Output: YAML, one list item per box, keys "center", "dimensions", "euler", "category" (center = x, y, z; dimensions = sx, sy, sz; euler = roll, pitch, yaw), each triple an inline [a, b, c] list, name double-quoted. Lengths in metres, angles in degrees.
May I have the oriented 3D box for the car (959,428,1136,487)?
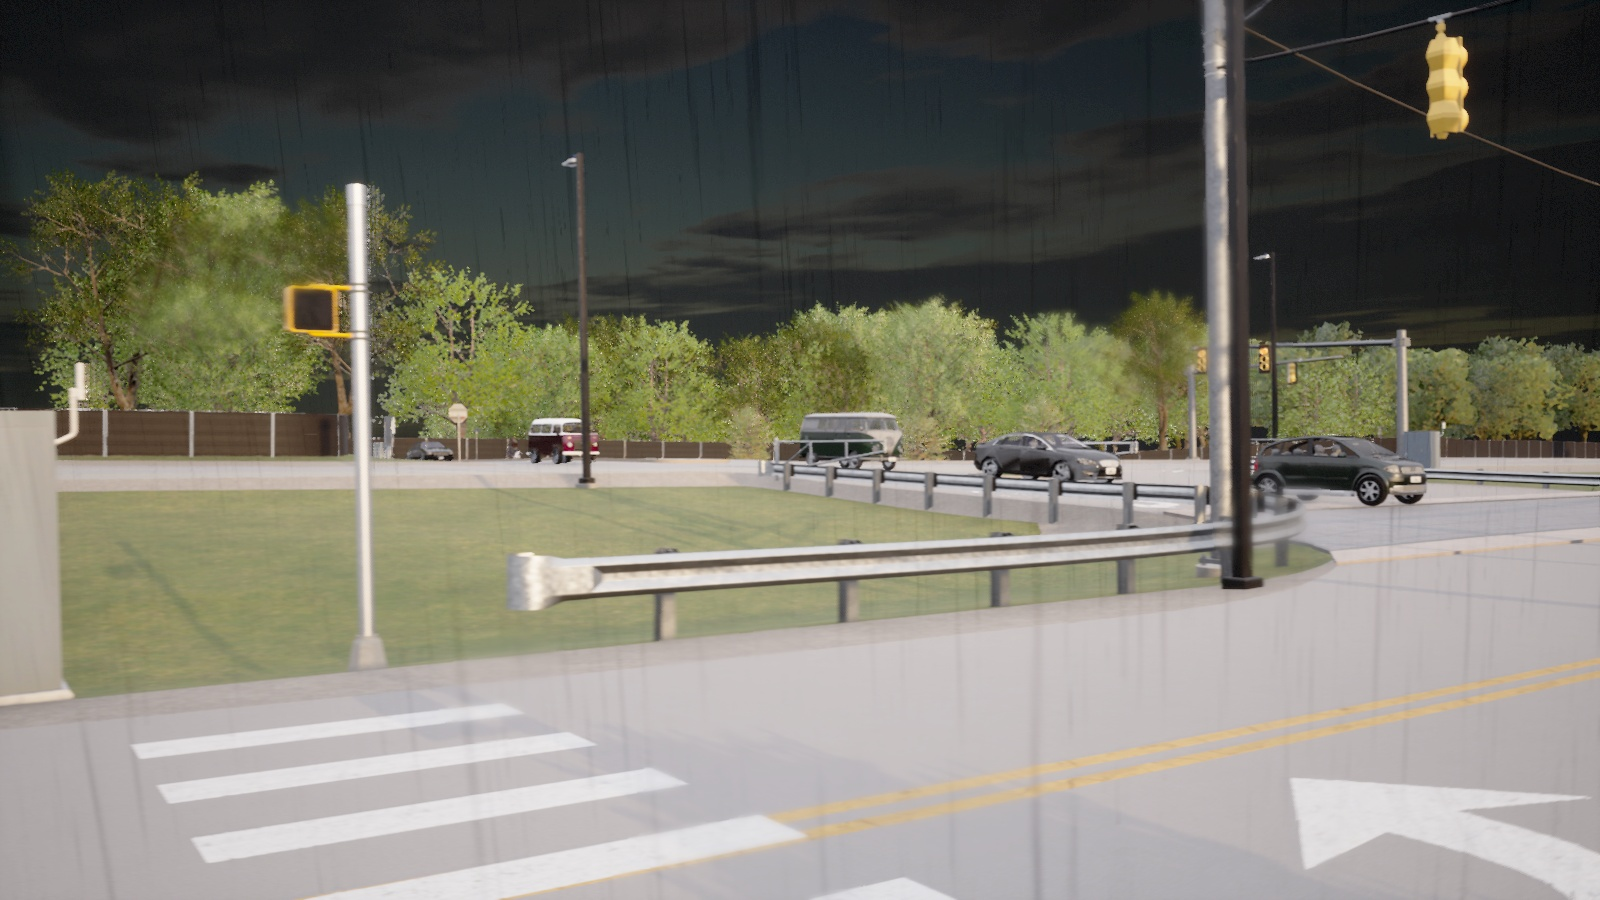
- center: [7.050, 0.159, 36.240]
  dimensions: [2.128, 1.511, 4.902]
  euler: [0, 2, -34]
  category: "car"

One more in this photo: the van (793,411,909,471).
- center: [1.732, -0.330, 44.042]
  dimensions: [1.775, 1.987, 4.442]
  euler: [0, 1, -34]
  category: "van"

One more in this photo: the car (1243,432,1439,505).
- center: [12.242, 0.394, 28.616]
  dimensions: [1.789, 1.549, 3.705]
  euler: [0, 0, -34]
  category: "car"

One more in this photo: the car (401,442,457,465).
- center: [-24.070, 0.236, 81.408]
  dimensions: [2.033, 1.411, 5.357]
  euler: [-2, 0, -33]
  category: "car"

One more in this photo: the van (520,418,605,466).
- center: [-10.641, -0.363, 55.993]
  dimensions: [2.069, 2.038, 4.480]
  euler: [-1, 1, -34]
  category: "van"
